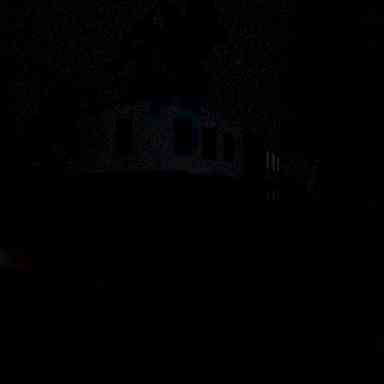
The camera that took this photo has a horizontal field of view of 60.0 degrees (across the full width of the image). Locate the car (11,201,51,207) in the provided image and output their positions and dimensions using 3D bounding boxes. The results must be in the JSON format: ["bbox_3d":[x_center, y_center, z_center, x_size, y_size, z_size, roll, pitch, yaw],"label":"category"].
[{"bbox_3d":[-14.724,1.528,29.203,2.033,1.411,5.357,0,0,29],"label":"car"}]
